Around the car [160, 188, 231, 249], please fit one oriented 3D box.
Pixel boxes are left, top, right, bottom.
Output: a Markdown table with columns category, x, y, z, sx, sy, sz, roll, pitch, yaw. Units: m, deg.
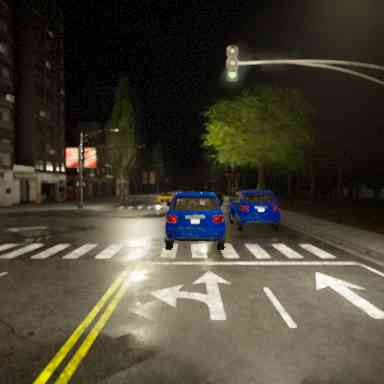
| category | x | y | z | sx | sy | sz | roll | pitch | yaw |
| --- | --- | --- | --- | --- | --- | --- | --- | --- | --- |
| car | 0.106 | 1.011 | 13.558 | 2.150 | 2.045 | 5.566 | 0 | 1 | 0 |

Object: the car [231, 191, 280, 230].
| category | x | y | z | sx | sy | sz | roll | pitch | yaw |
| --- | --- | --- | --- | --- | --- | --- | --- | --- | --- |
| car | 3.355 | 0.931 | 18.749 | 2.150 | 2.045 | 5.566 | 0 | 1 | 0 |

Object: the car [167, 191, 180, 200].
| category | x | y | z | sx | sy | sz | roll | pitch | yaw |
| --- | --- | --- | --- | --- | --- | --- | --- | --- | --- |
| car | -3.255 | 0.632 | 59.792 | 2.033 | 1.411 | 5.357 | 0 | 1 | 1 |

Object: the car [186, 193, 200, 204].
| category | x | y | z | sx | sy | sz | roll | pitch | yaw |
| --- | --- | --- | --- | --- | --- | --- | --- | --- | --- |
| car | 0.115 | 0.873 | 46.955 | 1.895 | 1.301 | 4.718 | 0 | 1 | 0 |

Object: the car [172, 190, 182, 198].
| category | x | y | z | sx | sy | sz | roll | pitch | yaw |
| --- | --- | --- | --- | --- | --- | --- | --- | --- | --- |
| car | -3.227 | 0.388 | 72.106 | 1.882 | 1.535 | 5.008 | 0 | 1 | 0 |

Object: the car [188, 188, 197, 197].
| category | x | y | z | sx | sy | sz | roll | pitch | yaw |
| --- | --- | --- | --- | --- | --- | --- | --- | --- | --- |
| car | 0.026 | 0.021 | 81.492 | 2.150 | 2.045 | 5.566 | 0 | 1 | 0 |

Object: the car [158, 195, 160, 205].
| category | x | y | z | sx | sy | sz | roll | pitch | yaw |
| --- | --- | --- | --- | --- | --- | --- | --- | --- | --- |
| car | -3.312 | 0.802 | 43.555 | 1.882 | 1.535 | 5.008 | 0 | 1 | 2 |

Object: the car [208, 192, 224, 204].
| category | x | y | z | sx | sy | sz | roll | pitch | yaw |
| --- | --- | --- | --- | --- | --- | --- | --- | --- | --- |
| car | 3.366 | 0.771 | 47.326 | 1.837 | 1.490 | 4.892 | 0 | 1 | 0 |

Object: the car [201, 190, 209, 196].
| category | x | y | z | sx | sy | sz | roll | pitch | yaw |
| --- | --- | --- | --- | --- | --- | --- | --- | --- | --- |
| car | 3.276 | 0.311 | 82.264 | 1.812 | 1.442 | 4.674 | 0 | 1 | 0 |
